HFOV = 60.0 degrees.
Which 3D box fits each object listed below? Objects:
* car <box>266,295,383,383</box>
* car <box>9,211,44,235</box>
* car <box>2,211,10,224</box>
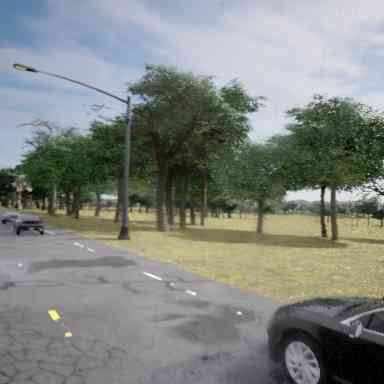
[{"bbox_3d":[2.917,1.768,3.408,1.837,1.490,4.892,3,-3,-32],"label":"car"},{"bbox_3d":[-12.727,2.457,25.771,1.837,1.490,4.892,3,-3,-32],"label":"car"},{"bbox_3d":[-20.213,2.853,37.469,1.812,1.442,4.674,3,-3,-32],"label":"car"}]
